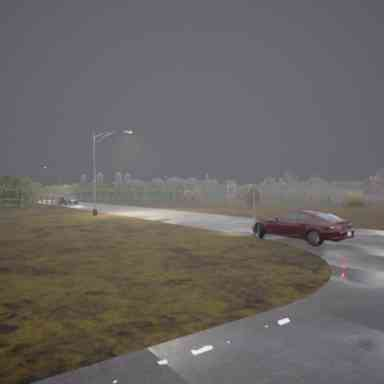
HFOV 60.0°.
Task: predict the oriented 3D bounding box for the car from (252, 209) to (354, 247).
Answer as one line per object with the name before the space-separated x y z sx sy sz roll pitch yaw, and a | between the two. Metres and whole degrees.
car | 4.878 1.487 15.170 1.812 1.442 4.674 -1 1 -39

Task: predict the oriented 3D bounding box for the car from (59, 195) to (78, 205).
car | -18.613 1.170 49.980 2.128 1.511 4.902 -1 1 -35
